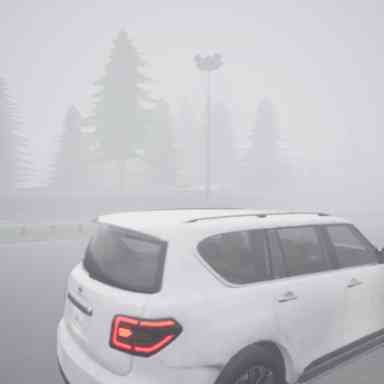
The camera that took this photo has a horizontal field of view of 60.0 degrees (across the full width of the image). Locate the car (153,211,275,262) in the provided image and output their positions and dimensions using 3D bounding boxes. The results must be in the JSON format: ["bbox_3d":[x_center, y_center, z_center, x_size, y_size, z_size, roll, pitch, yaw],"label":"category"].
[{"bbox_3d":[0.987,1.592,13.060,4.674,1.442,1.812,0,0,-35],"label":"car"}]

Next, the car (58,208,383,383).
[{"bbox_3d":[1.156,1.249,4.571,5.566,2.045,2.150,1,0,-36],"label":"car"}]

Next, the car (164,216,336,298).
[{"bbox_3d":[1.812,1.559,9.341,4.892,1.490,1.837,1,0,-36],"label":"car"}]
